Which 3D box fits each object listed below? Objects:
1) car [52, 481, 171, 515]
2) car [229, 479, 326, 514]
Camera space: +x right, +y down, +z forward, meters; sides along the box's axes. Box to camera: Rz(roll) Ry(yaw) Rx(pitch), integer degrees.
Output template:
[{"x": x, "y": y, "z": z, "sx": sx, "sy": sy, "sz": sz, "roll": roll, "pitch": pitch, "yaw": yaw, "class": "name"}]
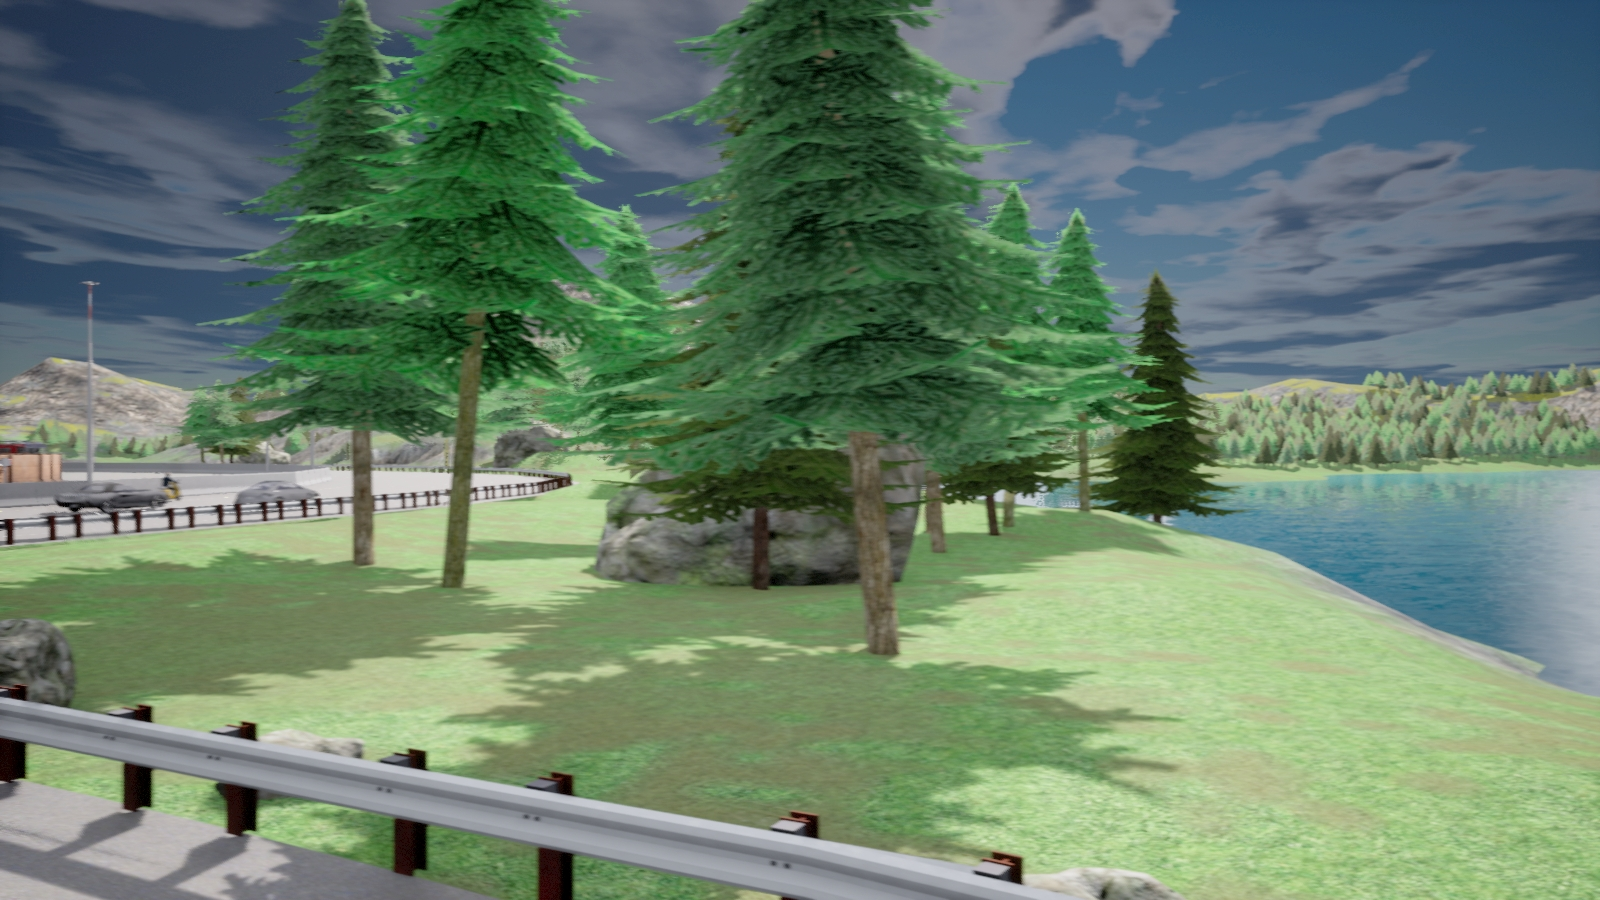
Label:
[{"x": -31.071, "y": 2.137, "z": 51.736, "sx": 1.895, "sy": 1.301, "sz": 4.718, "roll": 0, "pitch": 0, "yaw": 12, "class": "car"}, {"x": -23.823, "y": 2.098, "z": 52.261, "sx": 1.994, "sy": 1.385, "sz": 4.181, "roll": 0, "pitch": 0, "yaw": 11, "class": "car"}]
